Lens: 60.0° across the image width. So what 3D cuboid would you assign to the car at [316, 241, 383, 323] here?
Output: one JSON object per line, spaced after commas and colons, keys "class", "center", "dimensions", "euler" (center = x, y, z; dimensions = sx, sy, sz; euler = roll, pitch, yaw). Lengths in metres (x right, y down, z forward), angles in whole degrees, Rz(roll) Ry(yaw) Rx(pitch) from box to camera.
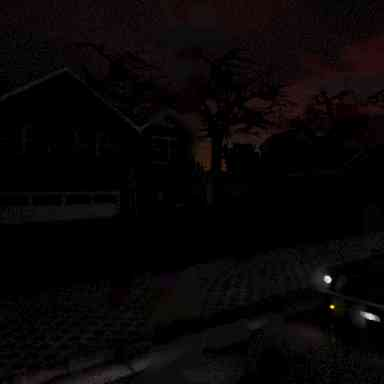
{"class": "car", "center": [4.447, 1.524, 6.277], "dimensions": [4.718, 1.301, 1.895], "euler": [-1, 0, -36]}
